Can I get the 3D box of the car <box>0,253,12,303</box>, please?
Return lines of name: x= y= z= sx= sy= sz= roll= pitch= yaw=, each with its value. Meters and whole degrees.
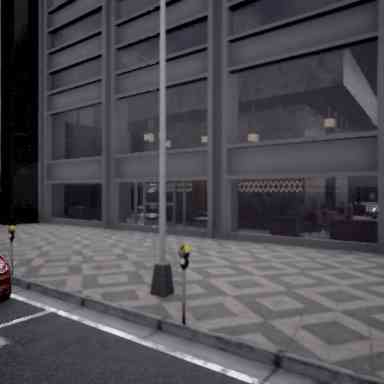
car: x=-5.602 y=1.464 z=6.954 sx=4.097 sy=1.590 sz=1.967 roll=0 pitch=0 yaw=35
